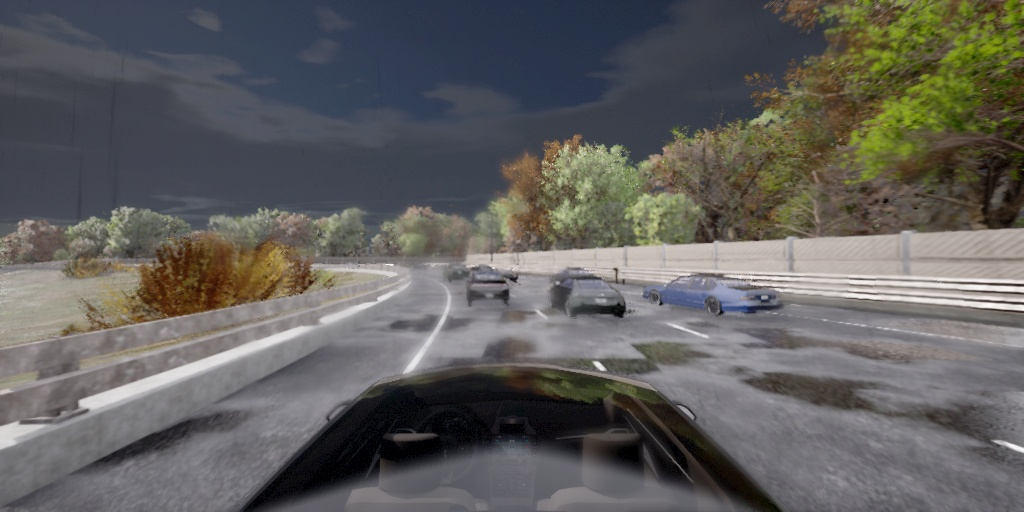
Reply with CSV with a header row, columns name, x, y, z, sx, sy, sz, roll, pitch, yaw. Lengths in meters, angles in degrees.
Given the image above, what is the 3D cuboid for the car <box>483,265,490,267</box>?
name,x,y,z,sx,sy,sz,roll,pitch,yaw
car,-0.982,1.732,32.089,1.895,1.301,4.718,0,-1,-17

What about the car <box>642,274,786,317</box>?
name,x,y,z,sx,sy,sz,roll,pitch,yaw
car,7.448,1.418,13.975,2.033,1.411,5.357,0,-1,-17

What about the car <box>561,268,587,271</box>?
name,x,y,z,sx,sy,sz,roll,pitch,yaw
car,4.330,1.574,25.534,2.033,1.411,5.357,0,-1,-12

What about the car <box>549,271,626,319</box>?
name,x,y,z,sx,sy,sz,roll,pitch,yaw
car,2.693,1.450,13.676,1.994,1.385,4.181,0,-1,-6

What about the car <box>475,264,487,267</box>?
name,x,y,z,sx,sy,sz,roll,pitch,yaw
car,-4.339,1.861,50.197,2.128,1.511,4.902,0,-1,-26

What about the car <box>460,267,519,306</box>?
name,x,y,z,sx,sy,sz,roll,pitch,yaw
car,-1.249,1.436,16.951,2.128,1.511,4.902,0,-1,-8

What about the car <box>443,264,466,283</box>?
name,x,y,z,sx,sy,sz,roll,pitch,yaw
car,-5.280,1.524,33.946,2.097,1.767,4.553,0,-1,-18
